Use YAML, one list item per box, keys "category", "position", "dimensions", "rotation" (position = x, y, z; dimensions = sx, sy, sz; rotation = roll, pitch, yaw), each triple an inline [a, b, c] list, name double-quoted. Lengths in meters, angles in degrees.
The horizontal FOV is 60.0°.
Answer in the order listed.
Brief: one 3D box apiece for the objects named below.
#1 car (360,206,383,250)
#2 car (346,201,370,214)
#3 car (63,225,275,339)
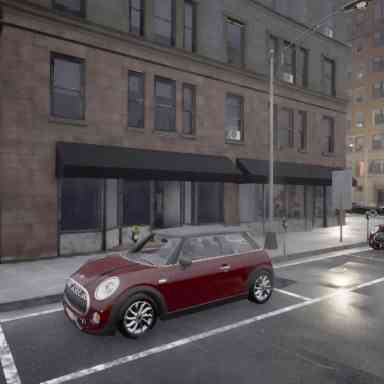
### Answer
- category: "car"
  position: [8.632, 1.445, 12.872]
  dimensions: [4.097, 1.590, 1.967]
  rotation: [0, 0, -35]
- category: "car"
  position: [15.589, 1.532, 30.734]
  dimensions: [1.895, 1.301, 4.718]
  rotation: [1, 0, -36]
- category: "car"
  position: [-0.327, 1.441, 6.513]
  dimensions: [4.097, 1.590, 1.967]
  rotation: [0, 0, -35]
